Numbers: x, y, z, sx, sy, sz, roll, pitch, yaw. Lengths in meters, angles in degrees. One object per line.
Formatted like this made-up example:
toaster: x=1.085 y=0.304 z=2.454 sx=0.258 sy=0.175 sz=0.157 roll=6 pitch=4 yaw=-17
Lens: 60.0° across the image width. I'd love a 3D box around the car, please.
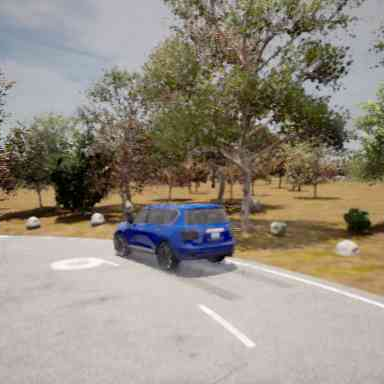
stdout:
car: x=-0.874 y=1.450 z=12.015 sx=2.150 sy=2.045 sz=5.566 roll=0 pitch=-1 yaw=-36
